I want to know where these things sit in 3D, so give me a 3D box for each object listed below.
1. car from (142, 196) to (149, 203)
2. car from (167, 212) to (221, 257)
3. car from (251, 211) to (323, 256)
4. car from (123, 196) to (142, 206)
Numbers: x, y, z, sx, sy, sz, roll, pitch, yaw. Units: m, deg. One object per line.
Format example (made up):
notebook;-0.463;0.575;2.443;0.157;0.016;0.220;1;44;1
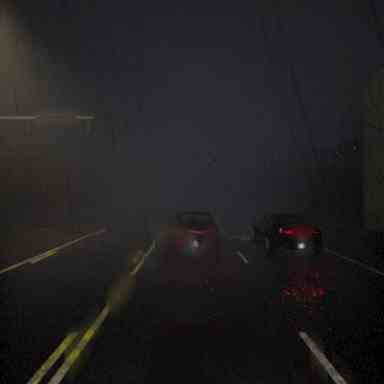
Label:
car;-10.451;1.593;72.482;1.812;1.442;4.674;0;0;0
car;0.086;1.509;13.055;2.128;1.511;4.902;0;0;0
car;3.587;1.526;13.272;1.837;1.490;4.892;0;-1;0
car;-10.511;1.418;57.425;2.097;1.767;4.553;0;0;1
